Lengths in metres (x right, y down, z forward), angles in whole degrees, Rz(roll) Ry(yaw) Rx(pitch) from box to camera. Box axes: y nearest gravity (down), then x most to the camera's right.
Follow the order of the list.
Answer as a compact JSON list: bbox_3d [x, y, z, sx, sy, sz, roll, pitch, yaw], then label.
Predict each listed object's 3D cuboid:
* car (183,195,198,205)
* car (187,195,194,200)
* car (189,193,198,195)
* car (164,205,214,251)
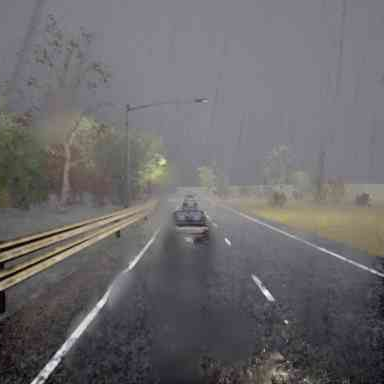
[{"bbox_3d":[-0.254,1.536,44.088,2.128,1.511,4.902,0,0,0],"label":"car"},{"bbox_3d":[-0.483,1.529,95.133,1.882,1.535,5.008,0,0,0],"label":"car"},{"bbox_3d":[-0.349,1.404,64.977,2.097,1.767,4.553,0,0,0],"label":"car"},{"bbox_3d":[-0.118,1.508,14.105,2.128,1.511,4.902,0,0,0],"label":"car"}]
